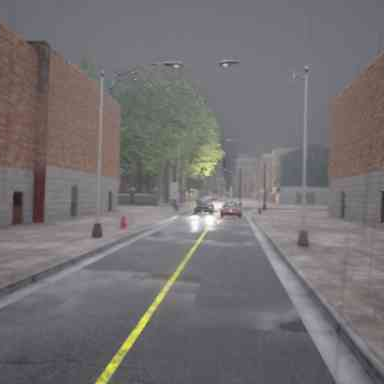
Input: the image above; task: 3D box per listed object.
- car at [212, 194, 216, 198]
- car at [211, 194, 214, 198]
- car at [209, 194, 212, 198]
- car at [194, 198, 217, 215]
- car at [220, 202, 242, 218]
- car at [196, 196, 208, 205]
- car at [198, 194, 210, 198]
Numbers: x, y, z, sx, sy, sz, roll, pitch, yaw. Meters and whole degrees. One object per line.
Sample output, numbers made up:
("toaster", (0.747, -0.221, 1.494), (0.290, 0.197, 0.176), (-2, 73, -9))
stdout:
("car", (4.347, 1.724, 84.565), (1.802, 1.307, 4.206), (3, 0, 6))
("car", (3.133, 1.657, 73.733), (1.947, 1.339, 4.313), (3, 0, 6))
("car", (2.527, 1.620, 68.316), (2.008, 1.369, 4.403), (3, 0, 6))
("car", (1.316, 1.622, 34.899), (1.895, 1.301, 4.718), (1, 0, 7))
("car", (3.719, 1.641, 31.694), (1.994, 1.385, 4.181), (1, 0, 7))
("car", (1.901, 1.574, 63.193), (1.752, 1.417, 4.829), (3, 0, 6))
("car", (1.704, 1.593, 61.229), (2.008, 1.369, 4.403), (3, 0, 6))
